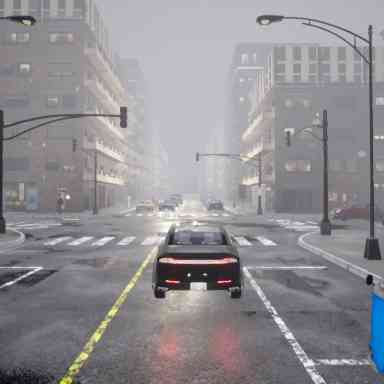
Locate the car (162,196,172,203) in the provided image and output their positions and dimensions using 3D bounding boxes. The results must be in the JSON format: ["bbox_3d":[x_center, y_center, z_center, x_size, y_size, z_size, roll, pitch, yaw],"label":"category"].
[{"bbox_3d":[-5.485,1.575,73.789,1.887,1.381,4.507,1,0,0],"label":"car"}]

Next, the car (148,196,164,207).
[{"bbox_3d":[-5.542,1.459,51.218,1.967,1.590,4.097,1,0,0],"label":"car"}]

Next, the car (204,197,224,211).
[{"bbox_3d":[2.807,1.580,39.911,1.947,1.339,4.313,1,0,0],"label":"car"}]

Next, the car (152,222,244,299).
[{"bbox_3d":[0.123,1.494,8.454,2.128,1.511,4.902,0,0,0],"label":"car"}]

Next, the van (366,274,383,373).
[{"bbox_3d":[2.679,1.342,1.965,1.690,1.788,3.998,1,0,0],"label":"van"}]

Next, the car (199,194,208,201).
[{"bbox_3d":[2.928,1.352,85.051,2.192,1.841,5.009,1,0,0],"label":"car"}]

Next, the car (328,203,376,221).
[{"bbox_3d":[13.715,1.608,28.068,4.097,1.590,1.967,0,-1,1],"label":"car"}]

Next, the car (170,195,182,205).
[{"bbox_3d":[-2.961,1.544,50.813,1.812,1.442,4.674,0,0,0],"label":"car"}]

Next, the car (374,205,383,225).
[{"bbox_3d":[13.590,1.583,19.687,4.313,1.339,1.947,0,-1,1],"label":"car"}]

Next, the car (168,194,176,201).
[{"bbox_3d":[-5.439,1.480,90.717,1.967,1.590,4.097,1,0,0],"label":"car"}]

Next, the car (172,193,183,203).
[{"bbox_3d":[-2.902,1.245,61.551,2.150,2.045,5.566,0,0,1],"label":"car"}]

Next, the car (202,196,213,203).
[{"bbox_3d":[2.821,1.567,45.554,2.008,1.369,4.403,1,0,0],"label":"car"}]

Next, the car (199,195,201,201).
[{"bbox_3d":[2.881,1.552,68.294,1.752,1.417,4.829,1,0,0],"label":"car"}]

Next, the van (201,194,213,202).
[{"bbox_3d":[2.854,1.362,56.838,1.690,1.788,3.998,1,0,0],"label":"van"}]

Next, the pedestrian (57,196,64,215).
[{"bbox_3d":[-12.457,1.217,31.392,0.375,1.860,0.375,0,-1,1],"label":"pedestrian"}]

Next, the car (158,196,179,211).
[{"bbox_3d":[-2.995,1.562,40.910,2.033,1.411,5.357,0,0,0],"label":"car"}]

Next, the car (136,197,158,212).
[{"bbox_3d":[-5.573,1.539,39.763,1.752,1.417,4.829,1,0,0],"label":"car"}]
